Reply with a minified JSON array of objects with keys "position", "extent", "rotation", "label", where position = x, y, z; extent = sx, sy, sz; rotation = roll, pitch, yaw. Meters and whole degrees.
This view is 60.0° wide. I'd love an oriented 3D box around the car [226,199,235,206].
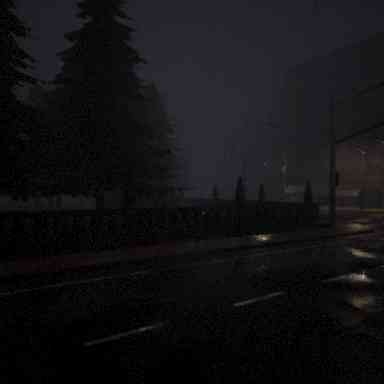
[{"position":[5.256,1.584,43.018],"extent":[1.994,1.385,4.181],"rotation":[0,0,-21],"label":"car"}]
